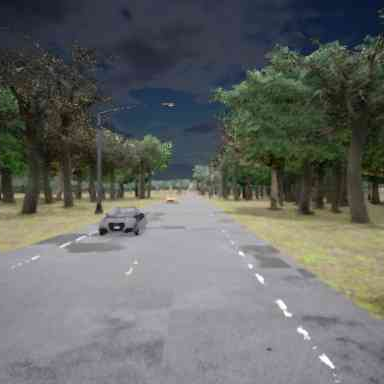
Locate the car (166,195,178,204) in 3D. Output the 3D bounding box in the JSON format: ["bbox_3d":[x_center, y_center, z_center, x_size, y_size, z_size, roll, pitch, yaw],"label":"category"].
[{"bbox_3d":[-3.507,1.297,59.023,1.882,1.535,5.008,0,0,1],"label":"car"}]

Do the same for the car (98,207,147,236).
[{"bbox_3d":[-3.588,1.493,17.813,1.994,1.385,4.181,0,0,0],"label":"car"}]
